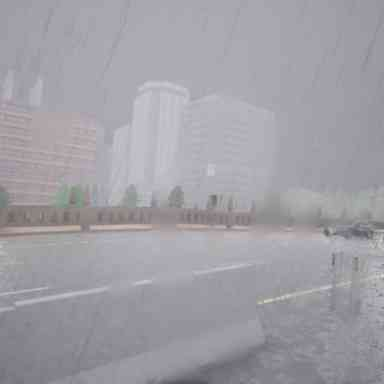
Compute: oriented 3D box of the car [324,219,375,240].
[{"bbox_3d":[12.105,2.833,25.513,4.902,1.511,2.128,6,-3,-35],"label":"car"}]
